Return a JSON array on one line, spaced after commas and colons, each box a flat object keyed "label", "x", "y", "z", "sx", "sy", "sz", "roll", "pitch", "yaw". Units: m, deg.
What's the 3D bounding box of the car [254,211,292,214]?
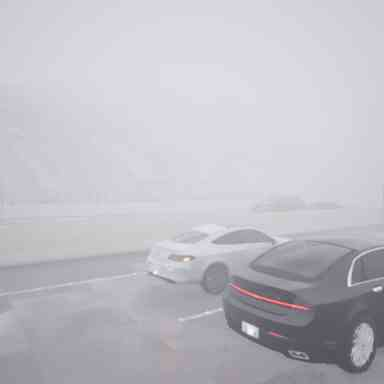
[{"label": "car", "x": 8.078, "y": 1.276, "z": 30.887, "sx": 5.566, "sy": 2.045, "sz": 2.150, "roll": 0, "pitch": 0, "yaw": -35}]

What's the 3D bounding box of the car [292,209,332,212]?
[{"label": "car", "x": 11.163, "y": 1.548, "z": 28.764, "sx": 4.892, "sy": 1.490, "sz": 1.837, "roll": 0, "pitch": 0, "yaw": -35}]

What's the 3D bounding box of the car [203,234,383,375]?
[{"label": "car", "x": 2.735, "y": 1.513, "z": 5.643, "sx": 4.892, "sy": 1.490, "sz": 1.837, "roll": 0, "pitch": 0, "yaw": -35}]

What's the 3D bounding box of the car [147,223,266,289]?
[{"label": "car", "x": 1.090, "y": 1.543, "z": 8.761, "sx": 4.674, "sy": 1.442, "sz": 1.812, "roll": 0, "pitch": 0, "yaw": -35}]
